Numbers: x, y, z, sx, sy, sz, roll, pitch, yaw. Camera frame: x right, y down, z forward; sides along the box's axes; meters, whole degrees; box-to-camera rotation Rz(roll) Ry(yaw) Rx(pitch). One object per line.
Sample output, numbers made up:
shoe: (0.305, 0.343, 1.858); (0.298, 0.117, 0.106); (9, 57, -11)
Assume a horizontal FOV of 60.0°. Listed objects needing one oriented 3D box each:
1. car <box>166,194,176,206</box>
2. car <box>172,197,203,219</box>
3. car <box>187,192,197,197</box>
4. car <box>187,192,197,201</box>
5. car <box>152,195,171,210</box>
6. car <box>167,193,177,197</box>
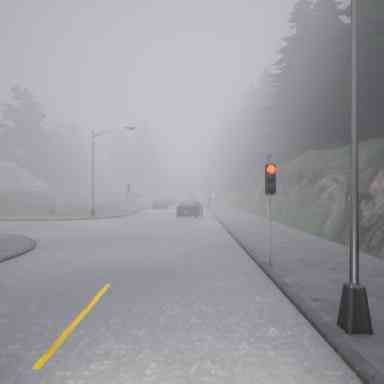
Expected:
car: (-4.113, 1.477, 53.772); (1.882, 1.535, 5.008); (0, 0, 0)
car: (-0.157, 1.477, 29.613); (1.882, 1.535, 5.008); (1, 0, 8)
car: (-0.028, 1.352, 68.291); (2.097, 1.767, 4.553); (0, 0, 0)
car: (-0.033, 1.108, 78.387); (2.150, 2.045, 5.566); (0, 0, 0)
car: (-4.103, 1.526, 43.481); (1.812, 1.442, 4.674); (0, 0, 0)
car: (-4.068, 1.221, 64.451); (2.150, 2.045, 5.566); (0, 0, 0)
